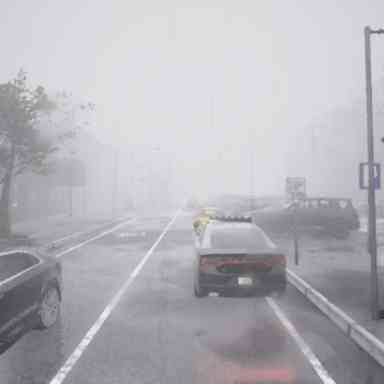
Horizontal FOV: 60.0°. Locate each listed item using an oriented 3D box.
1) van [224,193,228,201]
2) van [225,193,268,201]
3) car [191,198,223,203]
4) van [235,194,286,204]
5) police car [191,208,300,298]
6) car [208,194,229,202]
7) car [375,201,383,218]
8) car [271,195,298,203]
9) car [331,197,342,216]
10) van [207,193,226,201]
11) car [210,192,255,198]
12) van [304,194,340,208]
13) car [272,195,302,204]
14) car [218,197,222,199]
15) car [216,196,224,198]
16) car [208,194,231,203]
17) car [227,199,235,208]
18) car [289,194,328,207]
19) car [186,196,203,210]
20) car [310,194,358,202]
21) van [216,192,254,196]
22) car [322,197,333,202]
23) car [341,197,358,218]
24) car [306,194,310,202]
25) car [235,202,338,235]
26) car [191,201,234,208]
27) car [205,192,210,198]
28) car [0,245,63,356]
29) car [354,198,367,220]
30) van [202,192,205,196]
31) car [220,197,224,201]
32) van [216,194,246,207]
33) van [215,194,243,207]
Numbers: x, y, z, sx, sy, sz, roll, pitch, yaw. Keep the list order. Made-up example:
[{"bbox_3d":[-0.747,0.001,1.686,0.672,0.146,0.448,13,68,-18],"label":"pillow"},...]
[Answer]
[{"bbox_3d":[5.910,1.366,34.191,4.442,1.987,1.878,0,0,0],"label":"van"},{"bbox_3d":[5.674,1.362,31.390,4.442,1.987,1.878,0,0,0],"label":"van"},{"bbox_3d":[1.034,1.528,24.881,1.801,1.575,5.366,0,0,0],"label":"car"},{"bbox_3d":[5.902,1.346,25.779,4.442,1.987,1.878,0,0,0],"label":"van"},{"bbox_3d":[0.996,1.459,8.780,1.930,1.638,5.238,0,0,0],"label":"police car"},{"bbox_3d":[5.801,1.321,73.443,4.553,1.767,2.185,0,0,0],"label":"car"},{"bbox_3d":[18.862,1.585,29.327,4.892,1.521,2.231,0,0,0],"label":"car"},{"bbox_3d":[18.912,1.474,68.196,4.892,1.521,2.231,0,0,0],"label":"car"},{"bbox_3d":[18.847,1.627,37.654,4.792,1.488,2.163,0,0,0],"label":"car"},{"bbox_3d":[5.721,1.194,79.049,4.442,1.987,1.878,0,0,0],"label":"van"},{"bbox_3d":[5.779,1.315,48.212,5.566,2.045,2.435,0,0,0],"label":"car"},{"bbox_3d":[19.004,1.339,48.764,4.442,1.987,1.878,0,0,0],"label":"van"},{"bbox_3d":[18.719,1.483,65.419,5.366,1.575,1.946,0,0,0],"label":"car"},{"bbox_3d":[5.796,1.632,39.802,4.674,1.452,2.002,0,0,0],"label":"car"},{"bbox_3d":[5.808,1.587,42.605,4.892,1.521,2.231,0,0,0],"label":"car"},{"bbox_3d":[5.798,1.334,70.640,4.553,1.767,2.185,0,0,0],"label":"car"},{"bbox_3d":[5.782,1.580,28.582,5.008,1.535,2.097,0,0,0],"label":"car"},{"bbox_3d":[18.922,1.287,54.315,5.566,2.045,2.435,0,0,0],"label":"car"},{"bbox_3d":[0.119,1.617,45.111,2.033,1.411,5.357,0,0,0],"label":"car"},{"bbox_3d":[18.853,1.335,43.211,5.566,2.045,2.435,0,0,0],"label":"car"},{"bbox_3d":[5.921,1.353,45.412,4.442,1.987,1.878,0,0,0],"label":"van"},{"bbox_3d":[18.908,1.622,40.437,4.792,1.488,2.163,0,0,0],"label":"car"},{"bbox_3d":[19.058,1.591,34.882,5.366,1.575,1.946,0,0,0],"label":"car"},{"bbox_3d":[18.913,1.326,45.988,5.566,2.045,2.435,0,0,0],"label":"car"},{"bbox_3d":[5.594,1.551,20.172,5.366,1.575,1.946,0,0,0],"label":"car"},{"bbox_3d":[1.019,1.517,18.873,1.801,1.575,5.366,0,0,0],"label":"car"},{"bbox_3d":[5.795,1.235,65.033,5.566,2.045,2.435,0,0,0],"label":"car"},{"bbox_3d":[-3.240,1.510,4.114,2.128,1.511,4.902,0,0,0],"label":"car"},{"bbox_3d":[18.865,1.590,32.105,5.008,1.535,2.097,0,0,0],"label":"car"},{"bbox_3d":[5.732,1.141,90.262,4.442,1.987,1.878,0,0,0],"label":"van"},{"bbox_3d":[5.825,1.625,36.994,4.792,1.488,2.163,0,0,0],"label":"car"},{"bbox_3d":[5.927,1.327,51.016,4.442,1.987,1.878,0,0,0],"label":"van"},{"bbox_3d":[5.929,1.314,53.819,4.442,1.987,1.878,0,0,0],"label":"van"}]
